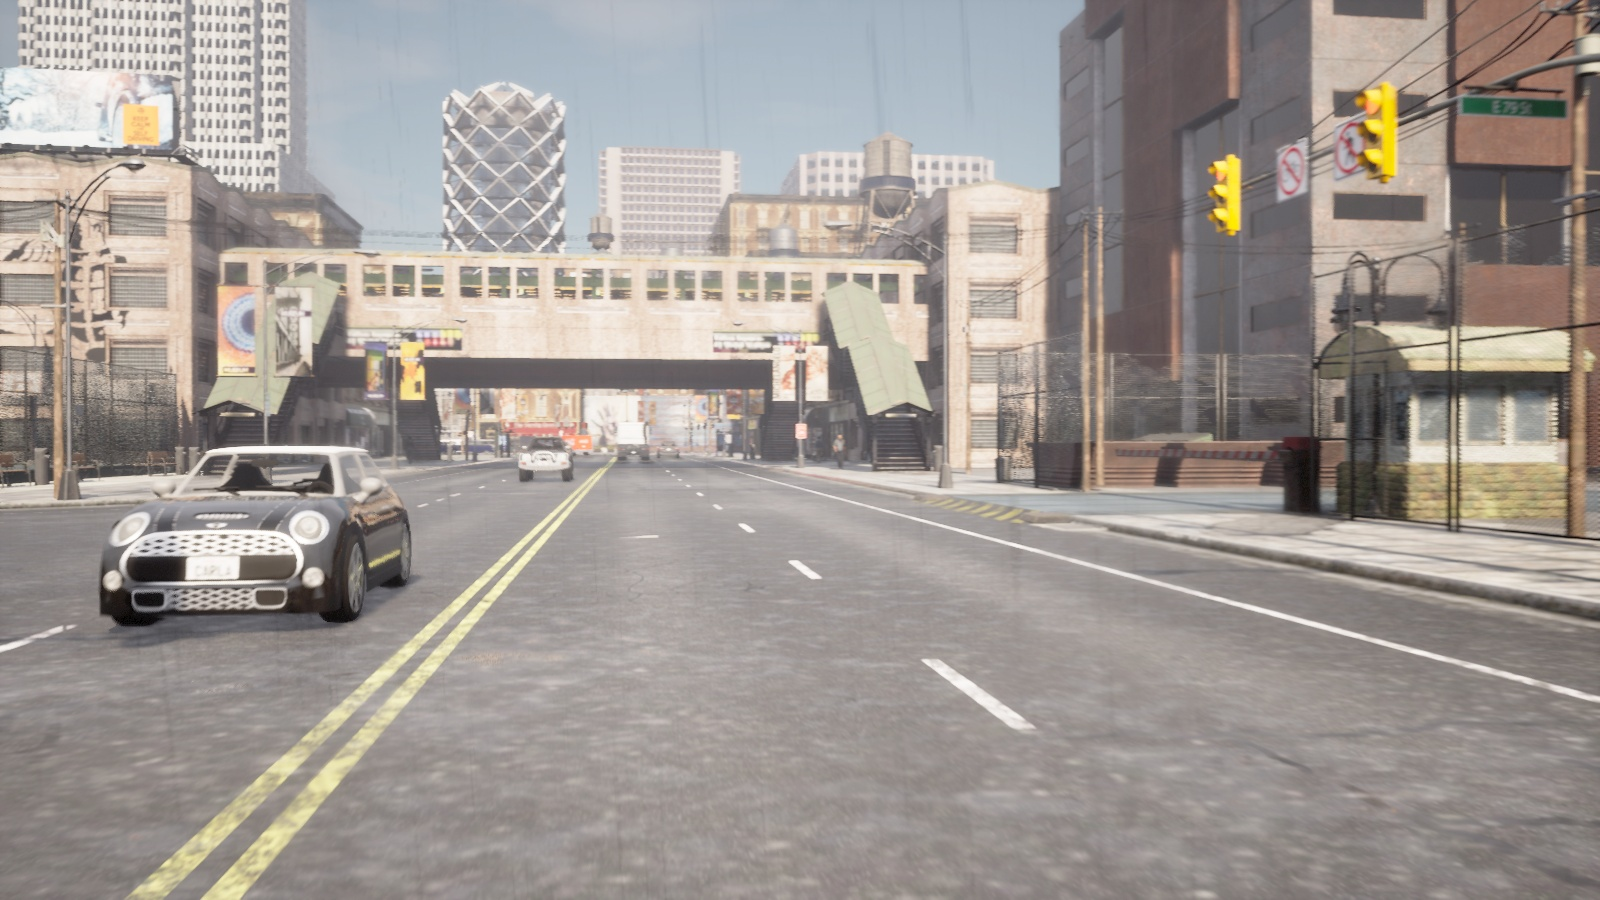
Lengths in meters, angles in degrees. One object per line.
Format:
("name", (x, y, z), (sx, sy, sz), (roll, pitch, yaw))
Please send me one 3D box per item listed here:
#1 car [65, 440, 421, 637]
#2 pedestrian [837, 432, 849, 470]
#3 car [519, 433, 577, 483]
("car", (-4.774, 0.649, 11.413), (1.970, 1.475, 3.806), (0, 0, -8))
("pedestrian", (2.131, 0.054, 61.778), (0.540, 1.848, 0.694), (0, 0, -2))
("car", (-9.909, 0.286, 49.639), (1.932, 1.855, 4.605), (0, 0, -8))
